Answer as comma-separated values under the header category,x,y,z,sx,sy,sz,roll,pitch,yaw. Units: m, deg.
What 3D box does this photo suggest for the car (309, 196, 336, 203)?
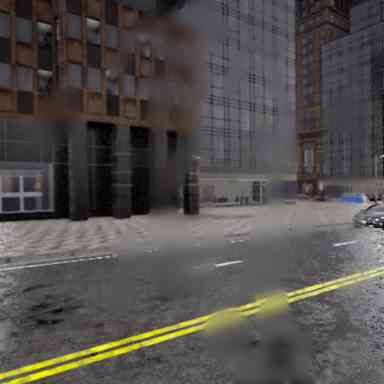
category,x,y,z,sx,sy,sz,roll,pitch,yaw
car,24.421,1.323,61.477,1.802,1.307,4.206,-1,1,-35

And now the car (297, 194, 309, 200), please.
category,x,y,z,sx,sy,sz,roll,pitch,yaw
car,24.805,1.128,75.625,1.802,1.307,4.206,-1,1,-35

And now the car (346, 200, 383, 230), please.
category,x,y,z,sx,sy,sz,roll,pitch,yaw
car,11.510,1.442,19.853,4.892,1.490,1.837,0,0,-35

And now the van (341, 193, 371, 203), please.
category,x,y,z,sx,sy,sz,roll,pitch,yaw
van,27.698,1.110,56.874,1.690,1.788,3.998,-1,1,-35

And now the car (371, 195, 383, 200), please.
category,x,y,z,sx,sy,sz,roll,pitch,yaw
car,34.641,1.199,61.824,1.947,1.339,4.313,-1,1,-35
